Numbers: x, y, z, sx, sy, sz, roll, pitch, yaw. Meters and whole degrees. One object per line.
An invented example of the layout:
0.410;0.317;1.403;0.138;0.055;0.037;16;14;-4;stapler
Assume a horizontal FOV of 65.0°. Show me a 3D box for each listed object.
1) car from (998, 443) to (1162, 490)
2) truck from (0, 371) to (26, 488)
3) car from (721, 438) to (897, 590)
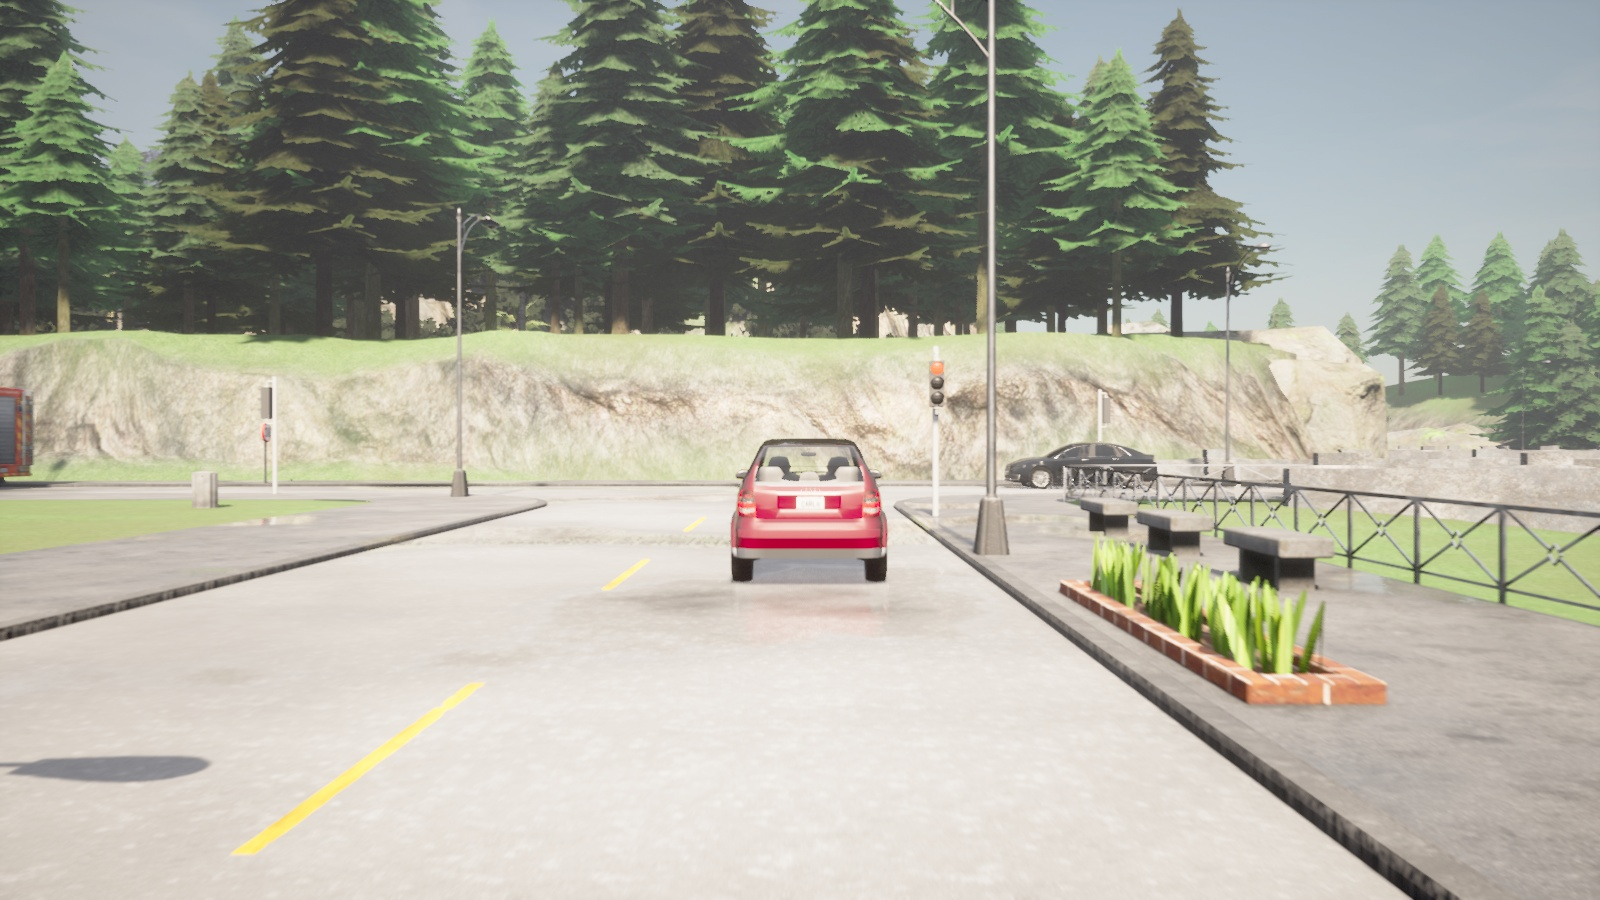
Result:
9.033;0.529;40.768;4.892;1.490;1.837;0;0;-1;car
-30.440;-0.674;41.050;8.468;3.827;2.891;0;0;0;truck
0.100;0.643;14.646;1.789;1.549;3.705;0;0;0;car
